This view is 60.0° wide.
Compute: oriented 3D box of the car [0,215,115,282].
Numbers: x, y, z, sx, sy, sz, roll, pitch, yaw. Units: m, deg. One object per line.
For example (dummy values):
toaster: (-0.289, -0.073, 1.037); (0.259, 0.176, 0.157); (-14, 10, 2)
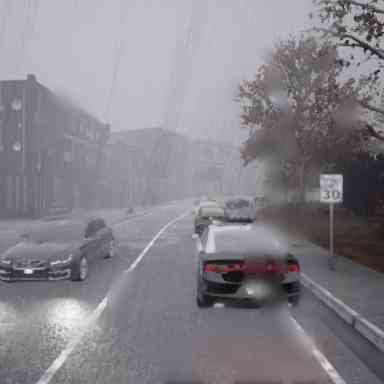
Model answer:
car: (-3.591, 1.498, 9.753); (1.837, 1.490, 4.892); (0, 0, 0)

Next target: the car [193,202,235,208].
car: (1.042, 1.492, 17.937); (1.837, 1.490, 4.892); (0, 0, 1)

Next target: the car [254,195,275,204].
car: (12.050, 1.236, 55.329); (1.837, 1.490, 4.892); (-1, 1, 40)

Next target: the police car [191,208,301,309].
police car: (1.033, 1.419, 8.091); (1.930, 1.638, 5.238); (0, 0, 0)

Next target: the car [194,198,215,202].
car: (1.262, 1.458, 23.783); (1.882, 1.535, 5.008); (0, 0, 4)

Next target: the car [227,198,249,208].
car: (6.399, 1.473, 46.171); (1.895, 1.301, 4.718); (0, 0, 28)

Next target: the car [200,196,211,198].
car: (1.961, 1.412, 51.868); (1.812, 1.442, 4.674); (-1, 0, 30)
